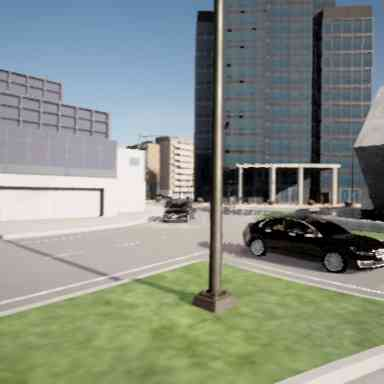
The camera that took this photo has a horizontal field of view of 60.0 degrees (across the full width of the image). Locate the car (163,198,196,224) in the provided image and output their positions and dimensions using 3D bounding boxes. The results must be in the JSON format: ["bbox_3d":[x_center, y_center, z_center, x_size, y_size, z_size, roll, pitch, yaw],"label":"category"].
[{"bbox_3d":[-0.851,1.492,25.268,1.837,1.490,4.892,1,0,10],"label":"car"}]

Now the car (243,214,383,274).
[{"bbox_3d":[3.832,1.550,11.046,1.837,1.490,4.892,1,0,-36],"label":"car"}]
